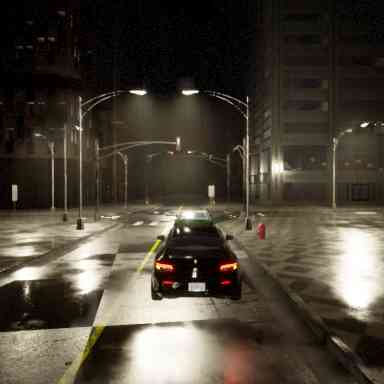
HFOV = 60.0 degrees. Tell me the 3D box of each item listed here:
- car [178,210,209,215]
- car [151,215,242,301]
[{"bbox_3d":[0.074,1.593,17.235,1.895,1.301,4.718,0,0,0],"label":"car"},{"bbox_3d":[0.085,1.523,8.210,1.812,1.442,4.674,0,0,0],"label":"car"}]
